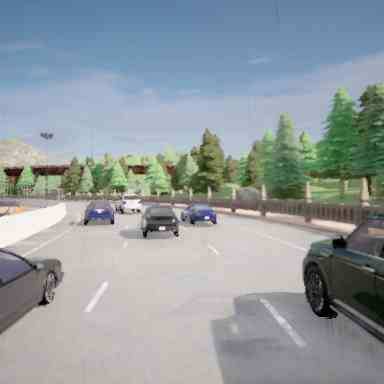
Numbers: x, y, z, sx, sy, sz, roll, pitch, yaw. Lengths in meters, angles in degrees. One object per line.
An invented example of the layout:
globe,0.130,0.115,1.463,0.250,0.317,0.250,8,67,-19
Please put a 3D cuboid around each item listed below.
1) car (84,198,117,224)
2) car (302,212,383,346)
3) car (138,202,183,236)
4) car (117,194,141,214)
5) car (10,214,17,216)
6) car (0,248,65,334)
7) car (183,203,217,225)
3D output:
car,-7.021,1.404,25.388,2.097,1.767,4.553,0,0,-14
car,3.358,1.213,4.317,2.150,2.045,5.566,0,0,-3
car,-1.885,1.530,18.576,1.837,1.490,4.892,0,0,-10
car,-7.243,1.286,37.428,2.150,2.045,5.566,0,0,-21
car,-14.964,1.436,27.058,2.097,1.767,4.553,0,0,-18
car,-3.663,1.567,5.027,2.033,1.411,5.357,0,0,-3
car,0.461,1.548,24.214,1.812,1.442,4.674,0,0,-13
